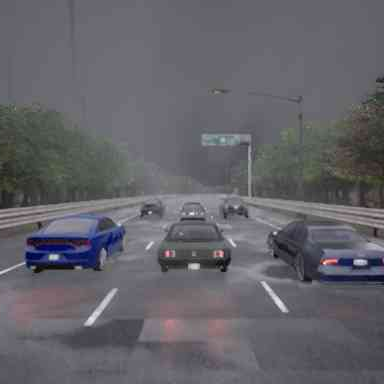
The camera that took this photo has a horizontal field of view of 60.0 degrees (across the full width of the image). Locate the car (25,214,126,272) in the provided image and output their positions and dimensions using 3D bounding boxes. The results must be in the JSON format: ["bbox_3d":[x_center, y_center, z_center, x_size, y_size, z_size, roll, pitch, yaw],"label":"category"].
[{"bbox_3d":[-3.430,1.449,10.743,1.882,1.535,5.008,0,0,0],"label":"car"}]

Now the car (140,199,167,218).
[{"bbox_3d":[-3.414,1.438,29.666,1.837,1.490,4.892,0,0,0],"label":"car"}]

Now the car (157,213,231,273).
[{"bbox_3d":[0.068,1.573,10.554,1.895,1.301,4.718,0,0,0],"label":"car"}]

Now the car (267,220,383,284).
[{"bbox_3d":[3.566,1.522,9.523,2.033,1.411,5.357,0,0,0],"label":"car"}]

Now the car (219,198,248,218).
[{"bbox_3d":[3.583,1.286,29.112,2.097,1.767,4.553,0,0,0],"label":"car"}]

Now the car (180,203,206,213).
[{"bbox_3d":[0.068,1.490,24.522,2.033,1.411,5.357,0,0,0],"label":"car"}]
